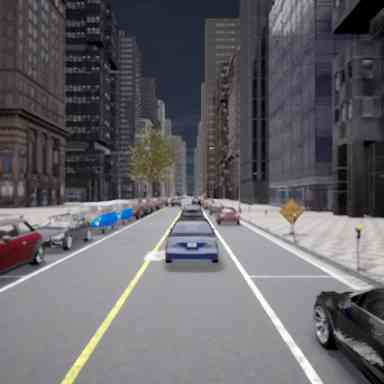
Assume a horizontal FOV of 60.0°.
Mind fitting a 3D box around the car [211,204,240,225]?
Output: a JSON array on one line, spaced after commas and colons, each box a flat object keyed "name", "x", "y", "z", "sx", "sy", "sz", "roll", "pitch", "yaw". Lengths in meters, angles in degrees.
[{"name": "car", "x": 2.762, "y": 1.826, "z": 26.169, "sx": 1.802, "sy": 1.307, "sz": 4.206, "roll": 0, "pitch": -1, "yaw": 0}]

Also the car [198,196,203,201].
[{"name": "car", "x": 2.761, "y": 2.061, "z": 65.912, "sx": 1.967, "sy": 1.590, "sz": 4.097, "roll": 0, "pitch": -1, "yaw": 0}]

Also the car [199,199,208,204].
[{"name": "car", "x": 2.761, "y": 2.340, "z": 82.942, "sx": 2.008, "sy": 1.369, "sz": 4.403, "roll": 0, "pitch": -1, "yaw": 0}]

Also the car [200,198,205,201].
[{"name": "car", "x": 2.761, "y": 2.038, "z": 54.726, "sx": 1.752, "sy": 1.417, "sz": 4.829, "roll": 0, "pitch": -1, "yaw": 0}]

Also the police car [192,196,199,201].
[{"name": "police car", "x": 0.900, "y": 2.058, "z": 67.077, "sx": 1.930, "sy": 1.638, "sz": 5.238, "roll": 0, "pitch": -1, "yaw": 0}]

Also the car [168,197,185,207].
[{"name": "car", "x": -3.017, "y": 2.155, "z": 64.596, "sx": 2.033, "sy": 1.411, "sz": 5.357, "roll": 0, "pitch": -1, "yaw": 1}]

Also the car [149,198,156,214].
[{"name": "car", "x": -5.764, "y": 1.665, "z": 37.519, "sx": 2.192, "sy": 1.841, "sz": 5.009, "roll": 0, "pitch": -1, "yaw": 0}]

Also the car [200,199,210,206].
[{"name": "car", "x": 2.761, "y": 2.243, "z": 71.588, "sx": 1.947, "sy": 1.339, "sz": 4.313, "roll": 0, "pitch": -1, "yaw": 0}]

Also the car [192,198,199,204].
[{"name": "car", "x": 0.835, "y": 2.295, "z": 82.966, "sx": 1.837, "sy": 1.490, "sz": 4.892, "roll": 0, "pitch": -1, "yaw": 0}]

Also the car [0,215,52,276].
[{"name": "car", "x": -5.763, "y": 1.526, "z": 9.131, "sx": 1.967, "sy": 1.590, "sz": 4.097, "roll": 0, "pitch": -1, "yaw": 0}]

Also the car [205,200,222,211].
[{"name": "car", "x": 2.761, "y": 1.901, "z": 37.524, "sx": 2.008, "sy": 1.369, "sz": 4.403, "roll": 0, "pitch": -1, "yaw": 0}]

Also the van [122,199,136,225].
[{"name": "van", "x": -5.764, "y": 1.585, "z": 26.164, "sx": 1.690, "sy": 1.788, "sz": 3.998, "roll": 0, "pitch": -1, "yaw": 0}]

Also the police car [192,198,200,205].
[{"name": "police car", "x": 0.900, "y": 2.156, "z": 77.076, "sx": 1.930, "sy": 1.638, "sz": 5.238, "roll": 0, "pitch": -1, "yaw": 0}]

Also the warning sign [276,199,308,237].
[{"name": "warning sign", "x": 5.068, "y": 1.274, "z": 16.971, "sx": 1.300, "sy": 1.860, "sz": 1.060, "roll": 0, "pitch": 0, "yaw": 0}]

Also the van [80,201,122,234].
[{"name": "van", "x": -5.763, "y": 1.532, "z": 20.487, "sx": 1.690, "sy": 1.788, "sz": 3.998, "roll": 0, "pitch": -1, "yaw": 0}]

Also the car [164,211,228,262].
[{"name": "car", "x": 0.008, "y": 1.665, "z": 12.530, "sx": 2.033, "sy": 1.411, "sz": 5.357, "roll": 0, "pitch": -1, "yaw": 0}]

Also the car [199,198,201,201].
[{"name": "car", "x": 2.761, "y": 2.148, "z": 60.233, "sx": 1.802, "sy": 1.307, "sz": 4.206, "roll": 0, "pitch": -1, "yaw": 0}]

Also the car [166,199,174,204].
[{"name": "car", "x": -5.764, "y": 2.427, "z": 88.611, "sx": 1.802, "sy": 1.307, "sz": 4.206, "roll": 0, "pitch": -1, "yaw": 0}]

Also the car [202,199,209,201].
[{"name": "car", "x": 2.762, "y": 2.039, "z": 48.878, "sx": 1.802, "sy": 1.307, "sz": 4.206, "roll": 0, "pitch": -1, "yaw": 0}]

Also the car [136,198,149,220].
[{"name": "car", "x": -5.764, "y": 1.612, "z": 31.842, "sx": 2.192, "sy": 1.841, "sz": 5.009, "roll": 0, "pitch": -1, "yaw": 0}]

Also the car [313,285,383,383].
[{"name": "car", "x": 2.762, "y": 1.599, "z": 3.459, "sx": 1.947, "sy": 1.339, "sz": 4.313, "roll": 0, "pitch": -1, "yaw": 0}]

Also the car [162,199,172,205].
[{"name": "car", "x": -5.764, "y": 2.256, "z": 77.087, "sx": 1.752, "sy": 1.417, "sz": 4.829, "roll": 0, "pitch": -1, "yaw": 0}]

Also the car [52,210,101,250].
[{"name": "car", "x": -5.763, "y": 1.689, "z": 14.808, "sx": 2.008, "sy": 1.369, "sz": 4.403, "roll": 0, "pitch": -1, "yaw": 0}]

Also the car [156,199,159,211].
[{"name": "car", "x": -5.763, "y": 1.969, "z": 43.194, "sx": 1.947, "sy": 1.339, "sz": 4.313, "roll": 0, "pitch": -1, "yaw": 0}]

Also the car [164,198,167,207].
[{"name": "car", "x": -5.764, "y": 2.062, "z": 54.548, "sx": 2.008, "sy": 1.369, "sz": 4.403, "roll": 0, "pitch": -1, "yaw": 0}]

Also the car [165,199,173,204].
[{"name": "car", "x": -5.764, "y": 2.371, "z": 82.934, "sx": 1.802, "sy": 1.307, "sz": 4.206, "roll": 0, "pitch": -1, "yaw": 0}]

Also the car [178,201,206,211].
[{"name": "car", "x": 0.018, "y": 1.773, "z": 28.519, "sx": 1.837, "sy": 1.490, "sz": 4.892, "roll": 0, "pitch": 0, "yaw": 0}]

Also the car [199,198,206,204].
[{"name": "car", "x": 2.761, "y": 2.286, "z": 88.620, "sx": 1.967, "sy": 1.590, "sz": 4.097, "roll": 0, "pitch": -1, "yaw": 0}]

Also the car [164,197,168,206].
[{"name": "car", "x": -5.764, "y": 1.936, "z": 65.904, "sx": 2.192, "sy": 1.841, "sz": 5.009, "roll": 0, "pitch": -1, "yaw": 0}]

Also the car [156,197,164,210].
[{"name": "car", "x": -5.764, "y": 1.772, "z": 48.873, "sx": 2.192, "sy": 1.841, "sz": 5.009, "roll": 0, "pitch": -1, "yaw": 0}]
